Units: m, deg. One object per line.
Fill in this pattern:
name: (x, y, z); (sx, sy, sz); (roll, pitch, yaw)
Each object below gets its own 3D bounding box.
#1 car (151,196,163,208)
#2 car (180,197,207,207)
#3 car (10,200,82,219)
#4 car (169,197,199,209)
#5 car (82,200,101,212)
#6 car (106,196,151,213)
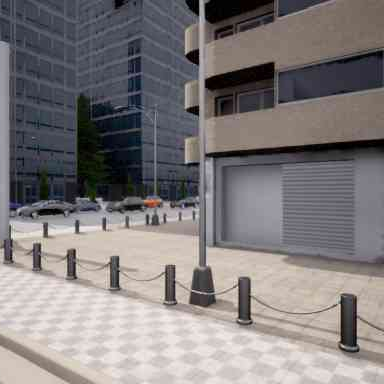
car: (-5.834, 1.297, 43.513); (2.097, 1.767, 4.553); (0, 0, 36)
car: (0.287, 1.470, 51.949); (1.812, 1.442, 4.674); (0, 0, 36)
car: (-12.415, 1.436, 28.422); (2.128, 1.511, 4.902); (0, 0, 36)
car: (-1.001, 1.449, 44.222); (1.837, 1.490, 4.892); (0, 0, 36)
car: (-11.748, 1.508, 35.319); (1.994, 1.385, 4.181); (0, 0, 36)
car: (-7.073, 1.297, 35.824); (2.097, 1.767, 4.553); (0, 0, 36)
